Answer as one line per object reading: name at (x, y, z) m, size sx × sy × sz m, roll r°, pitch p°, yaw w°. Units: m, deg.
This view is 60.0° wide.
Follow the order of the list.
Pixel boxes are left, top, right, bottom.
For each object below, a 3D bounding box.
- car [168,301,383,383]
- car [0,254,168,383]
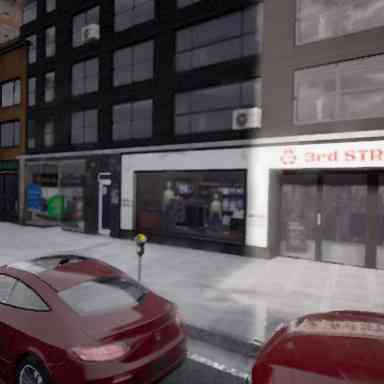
car at (2.559, 1.336, 1.252) m, size 5.009 × 1.841 × 2.192 m, roll 1°, pitch 1°, yaw 35°
car at (-1.997, 1.522, 4.490) m, size 4.206 × 1.307 × 1.802 m, roll 1°, pitch 1°, yaw 35°
